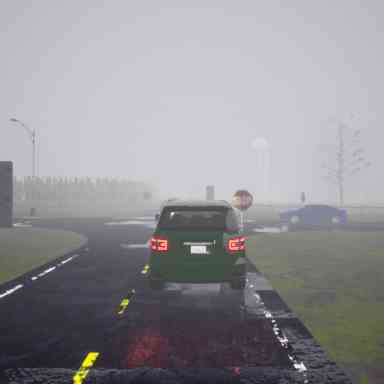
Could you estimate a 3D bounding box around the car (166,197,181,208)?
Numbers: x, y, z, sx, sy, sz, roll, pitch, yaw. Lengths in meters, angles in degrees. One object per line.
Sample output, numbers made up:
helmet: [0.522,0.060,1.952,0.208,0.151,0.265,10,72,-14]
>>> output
car: [-2.713,1.561,49.456,1.812,1.442,4.674,0,0,1]

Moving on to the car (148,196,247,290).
car: [0.111,1.222,9.198,2.150,2.045,5.566,0,0,0]

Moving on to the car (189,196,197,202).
car: [0.205,1.618,80.595,1.812,1.442,4.674,0,0,0]

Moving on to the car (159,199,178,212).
car: [-2.733,1.586,39.487,1.994,1.385,4.181,0,0,0]

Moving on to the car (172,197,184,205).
car: [-2.637,1.605,63.479,2.033,1.411,5.357,0,0,1]

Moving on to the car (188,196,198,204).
car: [0.280,1.616,69.131,2.033,1.411,5.357,0,0,0]

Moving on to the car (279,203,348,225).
car: [9.175,1.618,25.351,5.008,1.535,1.882,1,1,0]
